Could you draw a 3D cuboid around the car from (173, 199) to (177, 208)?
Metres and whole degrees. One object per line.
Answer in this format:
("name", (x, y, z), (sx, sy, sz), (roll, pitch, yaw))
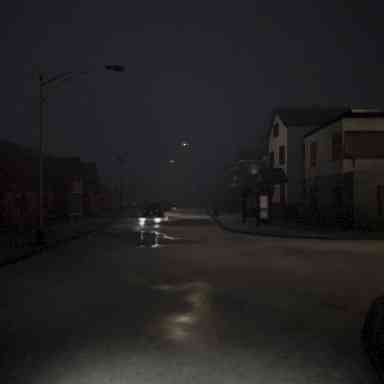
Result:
("car", (-3.994, 2.015, 61.967), (2.097, 1.767, 4.553), (0, -1, 0))

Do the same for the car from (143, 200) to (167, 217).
("car", (-4.075, 1.878, 35.651), (1.837, 1.490, 4.892), (0, -1, 0))

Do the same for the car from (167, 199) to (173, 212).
("car", (-4.068, 1.962, 46.388), (1.882, 1.535, 5.008), (0, -1, 0))
